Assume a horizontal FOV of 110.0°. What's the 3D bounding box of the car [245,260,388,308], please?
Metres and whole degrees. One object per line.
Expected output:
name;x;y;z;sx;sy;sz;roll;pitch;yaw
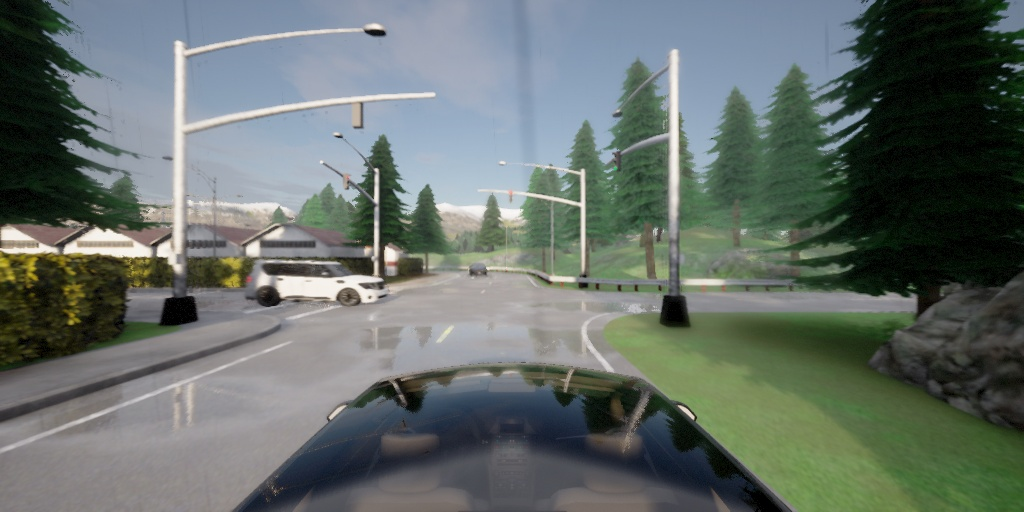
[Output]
car;-8.365;1.207;15.580;5.566;2.045;2.150;1;0;0

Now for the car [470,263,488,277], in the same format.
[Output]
car;-3.765;1.524;40.749;1.882;1.535;5.008;0;0;-7
